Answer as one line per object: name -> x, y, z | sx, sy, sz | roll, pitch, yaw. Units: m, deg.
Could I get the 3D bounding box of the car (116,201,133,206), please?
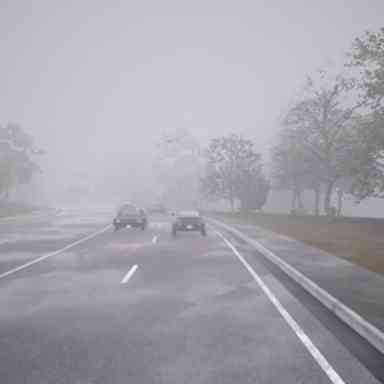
car -> -8.446, 1.820, 41.828 | 1.812, 1.442, 4.674 | 1, -1, -21

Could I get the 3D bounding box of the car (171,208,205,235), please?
car -> -0.259, 1.678, 19.783 | 1.812, 1.442, 4.674 | 0, -1, -3

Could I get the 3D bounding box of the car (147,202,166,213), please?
car -> -4.651, 1.920, 41.620 | 1.994, 1.385, 4.181 | 1, -1, -19

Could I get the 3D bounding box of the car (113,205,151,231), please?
car -> -3.913, 1.760, 21.876 | 1.895, 1.301, 4.718 | 0, 0, -4
